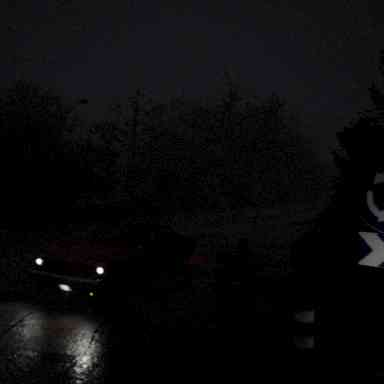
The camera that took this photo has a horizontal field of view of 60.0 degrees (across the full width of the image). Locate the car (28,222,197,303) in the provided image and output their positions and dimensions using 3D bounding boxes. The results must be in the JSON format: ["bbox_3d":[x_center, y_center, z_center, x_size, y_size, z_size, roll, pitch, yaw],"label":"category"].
[{"bbox_3d":[-1.544,1.483,8.239,1.895,1.301,4.718,2,0,22],"label":"car"}]

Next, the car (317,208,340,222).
[{"bbox_3d":[11.004,1.460,22.615,2.163,1.488,4.792,-2,2,-45],"label":"car"}]
